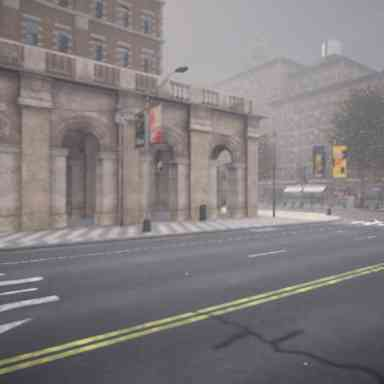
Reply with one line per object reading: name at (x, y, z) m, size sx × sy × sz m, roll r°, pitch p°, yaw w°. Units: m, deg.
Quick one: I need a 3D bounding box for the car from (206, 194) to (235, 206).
car at (5.107, 1.359, 59.872) m, size 2.150 × 2.045 × 5.566 m, roll 0°, pitch 0°, yaw -35°

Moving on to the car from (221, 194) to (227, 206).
car at (3.149, 1.604, 56.563) m, size 1.882 × 1.535 × 5.008 m, roll 0°, pitch 0°, yaw -36°
